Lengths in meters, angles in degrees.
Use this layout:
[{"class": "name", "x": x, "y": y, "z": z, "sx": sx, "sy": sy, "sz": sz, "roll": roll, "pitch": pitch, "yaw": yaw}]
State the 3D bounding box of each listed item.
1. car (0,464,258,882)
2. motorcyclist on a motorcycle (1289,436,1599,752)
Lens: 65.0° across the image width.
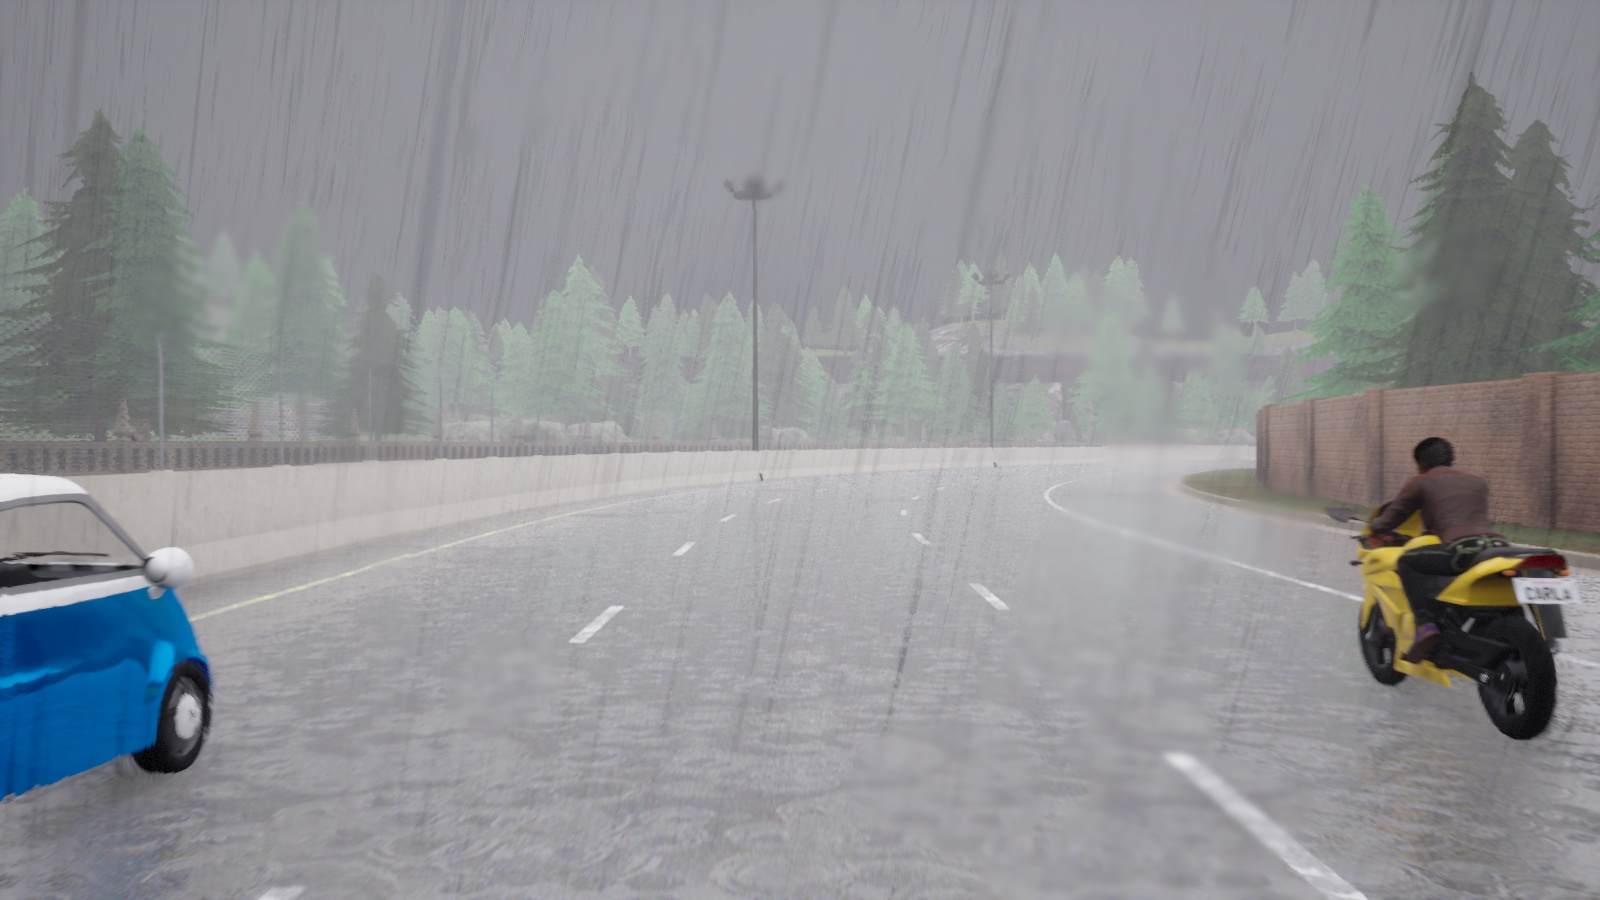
[{"class": "car", "x": -3.455, "y": 0.769, "z": 5.169, "sx": 1.481, "sy": 1.376, "sz": 2.207, "roll": 0, "pitch": 1, "yaw": 0}, {"class": "motorcyclist on a motorcycle", "x": 3.556, "y": 0.691, "z": 7.087, "sx": 0.797, "sy": 1.523, "sz": 2.044, "roll": 0, "pitch": 0, "yaw": 0}]
